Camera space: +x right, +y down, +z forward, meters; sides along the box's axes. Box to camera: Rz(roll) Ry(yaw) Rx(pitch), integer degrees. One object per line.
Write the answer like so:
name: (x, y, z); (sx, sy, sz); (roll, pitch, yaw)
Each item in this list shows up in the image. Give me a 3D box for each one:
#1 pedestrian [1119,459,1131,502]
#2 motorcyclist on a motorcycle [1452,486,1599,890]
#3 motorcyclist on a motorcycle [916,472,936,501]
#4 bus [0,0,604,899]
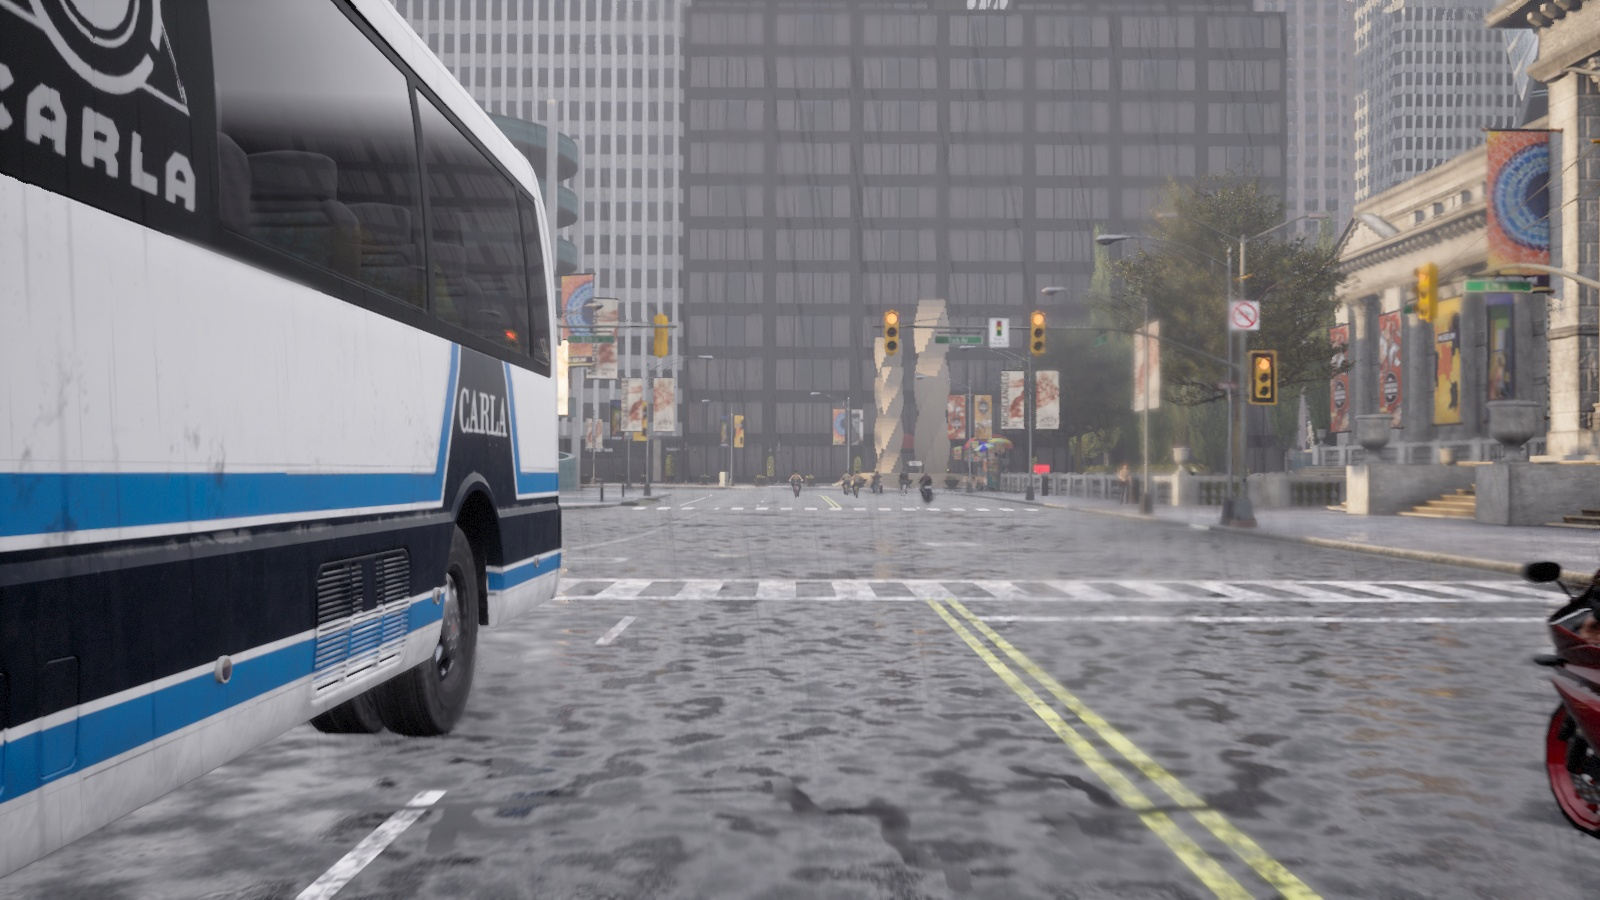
pedestrian: (14.099, 1.329, 54.487); (0.345, 1.836, 0.594); (0, -1, 0)
motorcyclist on a motorcycle: (3.487, 0.916, 4.764); (0.866, 1.530, 2.191); (0, -1, 0)
motorcyclist on a motorcycle: (6.818, 1.963, 68.015); (0.866, 1.530, 2.191); (0, -1, 0)
bus: (-3.517, -0.467, 4.836); (3.944, 4.253, 10.273); (0, -1, 0)
